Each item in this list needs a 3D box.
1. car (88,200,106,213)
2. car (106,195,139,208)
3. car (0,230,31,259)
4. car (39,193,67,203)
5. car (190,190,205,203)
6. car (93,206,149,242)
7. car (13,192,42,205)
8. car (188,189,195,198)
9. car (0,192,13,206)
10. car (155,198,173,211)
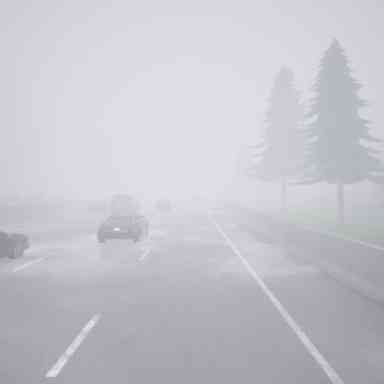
[{"bbox_3d":[-10.403,1.587,37.924,1.994,1.385,4.181,0,1,0],"label":"car"},{"bbox_3d":[-6.903,1.271,34.520,2.150,2.045,5.566,0,1,0],"label":"car"},{"bbox_3d":[-6.901,1.617,9.851,2.033,1.411,5.357,0,0,0],"label":"car"},{"bbox_3d":[-21.047,1.227,51.188,2.097,1.767,4.553,0,1,1],"label":"car"},{"bbox_3d":[1.220,1.068,61.008,2.097,1.767,4.553,0,1,0],"label":"car"},{"bbox_3d":[-3.401,1.655,17.028,1.994,1.385,4.181,0,0,0],"label":"car"},{"bbox_3d":[-24.537,1.099,51.057,2.150,2.045,5.566,0,1,1],"label":"car"},{"bbox_3d":[-0.006,0.726,82.570,1.812,1.442,4.674,0,1,0],"label":"car"},{"bbox_3d":[-28.034,1.099,51.056,2.150,2.045,5.566,0,1,1],"label":"car"},{"bbox_3d":[-3.403,1.492,40.552,2.128,1.511,4.902,0,1,0],"label":"car"}]
